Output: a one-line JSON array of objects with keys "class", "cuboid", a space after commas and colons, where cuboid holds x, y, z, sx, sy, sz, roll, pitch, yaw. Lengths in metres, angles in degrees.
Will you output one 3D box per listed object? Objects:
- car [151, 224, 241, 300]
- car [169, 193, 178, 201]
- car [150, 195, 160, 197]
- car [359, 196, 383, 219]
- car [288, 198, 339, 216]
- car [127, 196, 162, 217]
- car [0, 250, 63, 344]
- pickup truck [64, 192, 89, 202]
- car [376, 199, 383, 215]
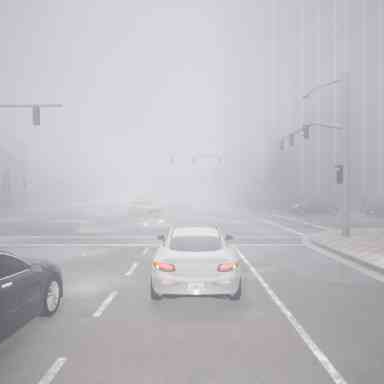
[{"class": "car", "cuboid": [0.080, 1.526, 8.231, 1.812, 1.442, 4.674, 0, 0, 0]}, {"class": "car", "cuboid": [-4.723, 1.225, 85.507, 2.150, 2.045, 5.566, 0, 0, -1]}, {"class": "car", "cuboid": [-7.975, 1.352, 63.664, 2.097, 1.767, 4.553, 0, 0, 0]}, {"class": "car", "cuboid": [17.720, 1.221, 29.064, 5.566, 2.045, 2.150, 0, 0, 0]}, {"class": "car", "cuboid": [11.782, 1.352, 32.522, 4.553, 1.767, 2.097, 0, 0, 0]}, {"class": "car", "cuboid": [-4.582, 1.478, 31.293, 1.882, 1.535, 5.008, -1, 1, -31]}, {"class": "car", "cuboid": [-3.434, 1.505, 4.582, 1.837, 1.490, 4.892, 0, 0, 1]}, {"class": "pickup truck", "cuboid": [-24.638, 1.059, 70.291, 2.390, 2.098, 6.274, 0, 0, 30]}, {"class": "car", "cuboid": [21.007, 1.478, 32.585, 5.008, 1.535, 1.882, 0, 0, 0]}]
